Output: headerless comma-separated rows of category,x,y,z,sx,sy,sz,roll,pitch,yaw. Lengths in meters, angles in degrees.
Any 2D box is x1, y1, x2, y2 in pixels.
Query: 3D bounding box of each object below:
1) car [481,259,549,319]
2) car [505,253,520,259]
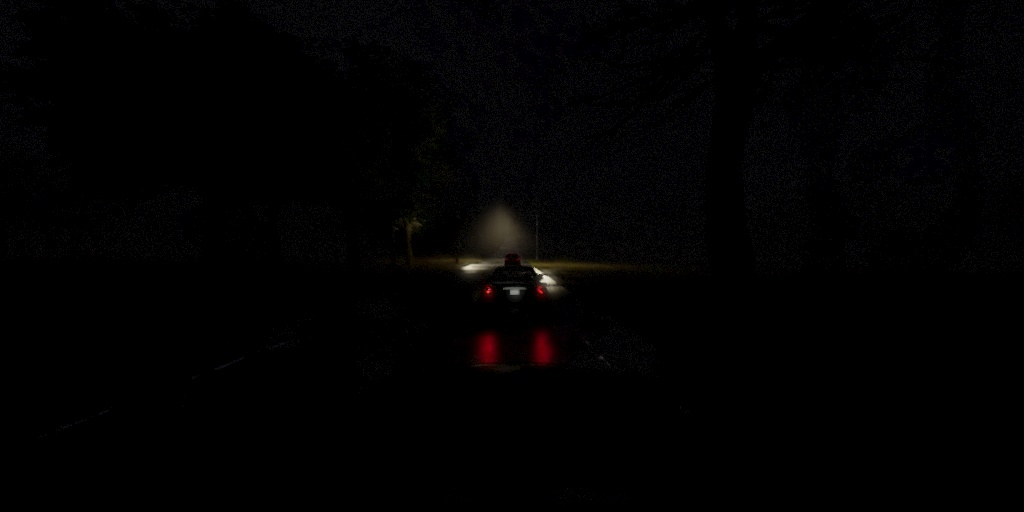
car,0.090,1.112,12.920,2.097,1.767,4.553,0,0,0
car,0.074,0.588,53.817,2.150,2.045,5.566,0,1,0
